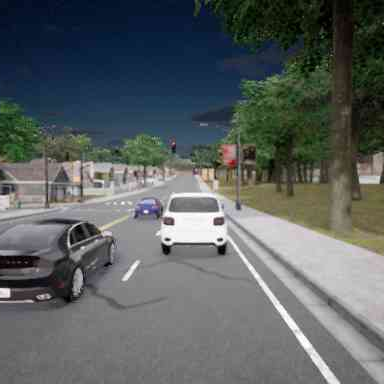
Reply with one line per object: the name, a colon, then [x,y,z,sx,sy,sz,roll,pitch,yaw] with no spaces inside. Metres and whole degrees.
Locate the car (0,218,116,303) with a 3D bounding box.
car: [-3.147,1.377,7.914,1.837,1.490,4.892,0,1,0]

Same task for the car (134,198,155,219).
car: [-3.145,1.153,24.837,1.812,1.442,4.674,0,0,-1]

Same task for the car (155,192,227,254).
car: [0.098,1.023,12.722,2.150,2.045,5.566,0,1,1]

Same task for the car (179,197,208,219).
car: [0.110,1.156,26.115,2.033,1.411,5.357,0,1,0]
